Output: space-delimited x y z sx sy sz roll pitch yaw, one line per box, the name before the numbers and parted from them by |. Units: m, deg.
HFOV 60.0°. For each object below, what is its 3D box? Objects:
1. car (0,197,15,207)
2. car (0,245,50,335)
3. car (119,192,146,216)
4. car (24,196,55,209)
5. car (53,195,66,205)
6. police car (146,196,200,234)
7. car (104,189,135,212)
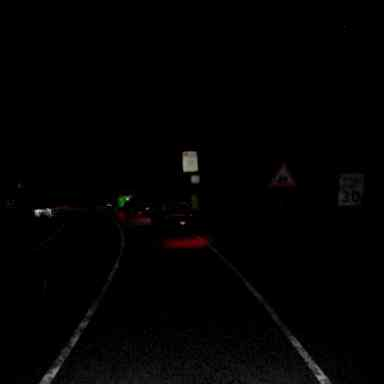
car | -32.833 1.756 57.697 4.892 1.490 1.837 -3 4 28
car | -3.729 1.530 4.962 1.994 1.385 4.181 0 1 -4
car | -4.322 1.065 27.281 1.882 1.535 5.008 -3 2 -23
car | -20.145 1.541 43.362 1.895 1.301 4.718 -6 3 -43
car | -20.410 1.255 48.561 4.902 1.511 2.128 -2 3 39
police car | -1.030 1.147 17.484 1.930 1.638 5.238 -2 1 -14
car | -7.085 0.765 32.939 2.150 2.045 5.566 -3 2 -29
